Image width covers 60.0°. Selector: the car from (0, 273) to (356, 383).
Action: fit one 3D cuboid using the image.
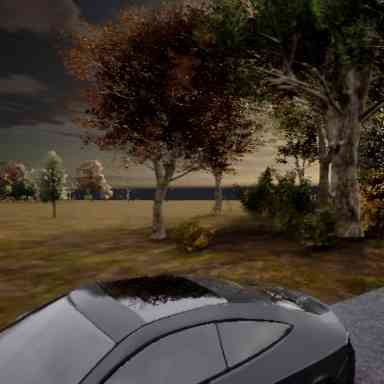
[{"bbox_3d":[-0.543,1.502,2.613,4.674,1.442,1.812,0,1,-35],"label":"car"}]
